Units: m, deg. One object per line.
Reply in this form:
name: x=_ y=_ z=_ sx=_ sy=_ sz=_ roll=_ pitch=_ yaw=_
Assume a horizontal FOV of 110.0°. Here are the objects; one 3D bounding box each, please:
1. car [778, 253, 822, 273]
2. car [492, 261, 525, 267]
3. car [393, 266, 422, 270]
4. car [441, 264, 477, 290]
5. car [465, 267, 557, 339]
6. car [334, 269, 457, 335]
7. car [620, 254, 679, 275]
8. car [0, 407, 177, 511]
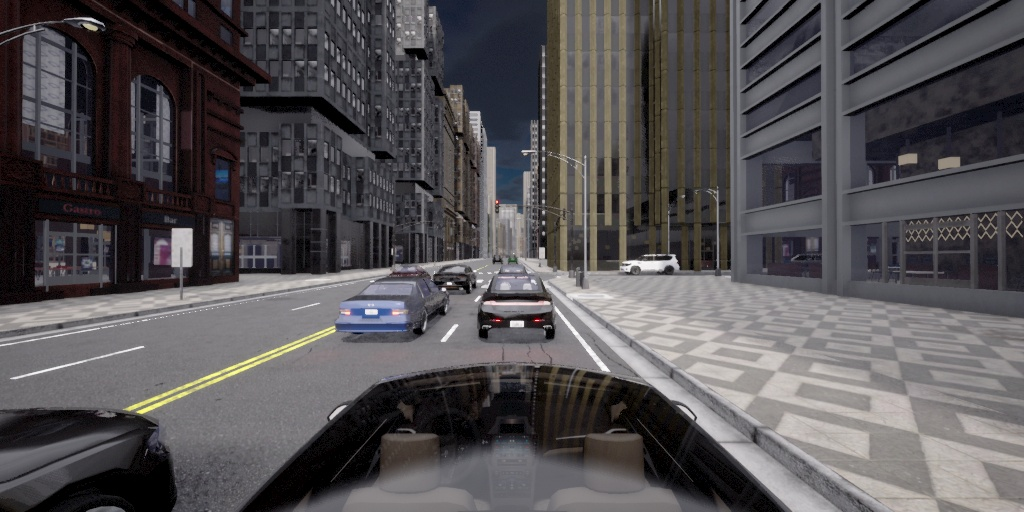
car: x=29.641 y=0.782 z=35.841 sx=5.566 sy=2.045 sz=2.150 roll=-2 pitch=0 yaw=0
car: x=0.042 y=1.225 z=19.512 sx=2.128 sy=1.511 sz=4.902 roll=0 pitch=0 yaw=0
car: x=-6.516 y=1.292 z=22.517 sx=1.994 sy=1.385 sz=4.181 roll=0 pitch=0 yaw=1
car: x=-3.104 y=1.210 z=20.271 sx=1.882 sy=1.535 sz=5.008 roll=0 pitch=0 yaw=0
car: x=0.119 y=1.238 z=10.082 sx=2.128 sy=1.511 sz=4.902 roll=0 pitch=0 yaw=0
car: x=-3.130 y=1.293 z=10.502 sx=2.033 sy=1.411 sz=5.357 roll=0 pitch=0 yaw=0
car: x=13.732 y=0.858 z=35.840 sx=5.566 sy=2.045 sz=2.150 roll=0 pitch=0 yaw=0
car: x=-3.151 y=1.241 z=0.357 sx=2.128 sy=1.511 sz=4.902 roll=0 pitch=0 yaw=0
